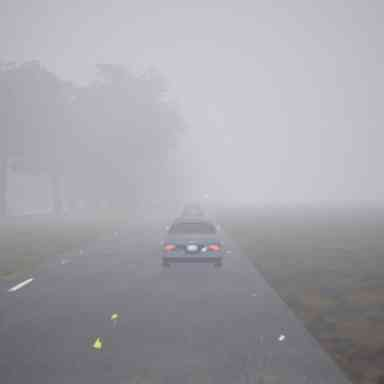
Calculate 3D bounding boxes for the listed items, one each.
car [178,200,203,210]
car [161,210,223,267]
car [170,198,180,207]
[{"bbox_3d":[0.048,1.631,28.928,1.994,1.385,4.181,0,0,0],"label":"car"},{"bbox_3d":[0.025,1.556,11.458,2.033,1.411,5.357,0,0,1],"label":"car"},{"bbox_3d":[-2.812,1.760,58.027,1.812,1.442,4.674,0,0,0],"label":"car"}]
